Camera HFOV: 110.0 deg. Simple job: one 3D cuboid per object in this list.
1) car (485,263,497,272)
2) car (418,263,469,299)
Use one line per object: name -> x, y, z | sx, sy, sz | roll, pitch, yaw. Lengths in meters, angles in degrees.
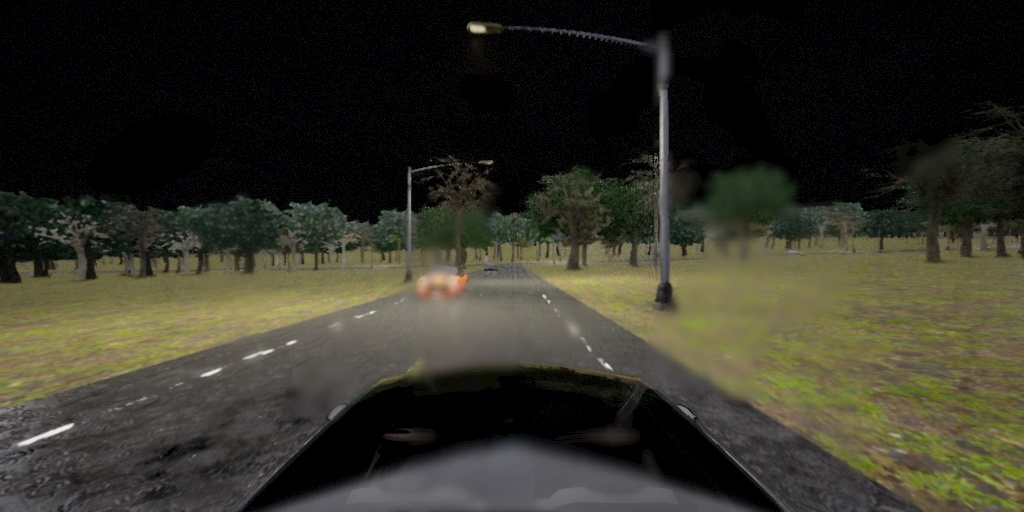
car -> -3.527, 1.952, 60.868 | 1.994, 1.385, 4.181 | 0, -1, 1
car -> -3.597, 1.287, 19.554 | 2.097, 1.767, 4.553 | 0, -1, 0
